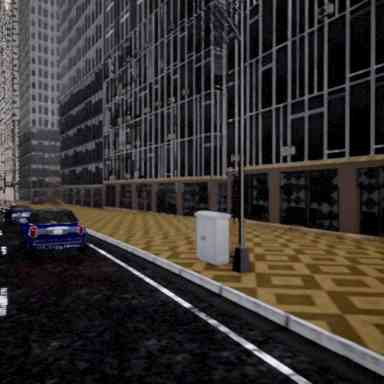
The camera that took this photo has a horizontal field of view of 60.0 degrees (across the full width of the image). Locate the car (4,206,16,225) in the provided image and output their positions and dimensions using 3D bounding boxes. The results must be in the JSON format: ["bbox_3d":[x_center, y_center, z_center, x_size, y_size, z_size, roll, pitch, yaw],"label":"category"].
[{"bbox_3d":[-13.379,1.749,25.893,2.033,1.411,5.357,0,0,-33],"label":"car"}]

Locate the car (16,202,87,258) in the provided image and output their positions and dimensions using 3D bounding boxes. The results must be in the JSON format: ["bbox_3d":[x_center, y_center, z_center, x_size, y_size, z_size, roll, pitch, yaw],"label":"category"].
[{"bbox_3d":[-5.798,1.450,13.621,2.097,1.767,4.553,0,0,-30],"label":"car"}]

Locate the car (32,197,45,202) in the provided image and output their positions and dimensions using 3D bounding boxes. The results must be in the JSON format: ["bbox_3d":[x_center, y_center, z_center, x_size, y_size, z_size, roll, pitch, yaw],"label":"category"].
[{"bbox_3d":[-34.434,2.033,77.394,5.009,1.841,2.192,0,0,-35],"label":"car"}]
